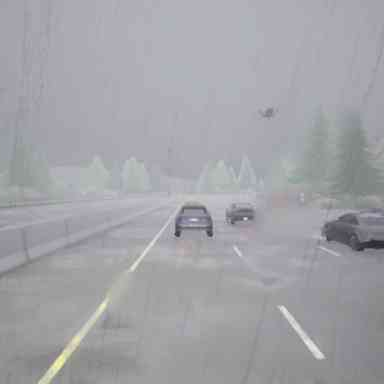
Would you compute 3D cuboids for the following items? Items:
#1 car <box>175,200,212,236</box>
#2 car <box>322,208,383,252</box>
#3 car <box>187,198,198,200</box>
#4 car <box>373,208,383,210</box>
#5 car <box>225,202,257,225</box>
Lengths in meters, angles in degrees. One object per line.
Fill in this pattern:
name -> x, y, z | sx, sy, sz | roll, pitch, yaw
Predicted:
car -> 0.092, 1.448, 18.634 | 2.033, 1.649, 4.856 | 0, -1, 0
car -> 7.095, 1.579, 13.991 | 1.994, 1.385, 4.181 | 0, 0, 0
car -> 0.030, 1.523, 44.473 | 1.882, 1.535, 5.008 | 0, 0, 0
car -> 10.594, 1.567, 18.468 | 2.033, 1.411, 5.357 | 0, 0, 0
car -> 3.587, 1.532, 24.622 | 1.837, 1.490, 4.892 | 0, 0, 0
